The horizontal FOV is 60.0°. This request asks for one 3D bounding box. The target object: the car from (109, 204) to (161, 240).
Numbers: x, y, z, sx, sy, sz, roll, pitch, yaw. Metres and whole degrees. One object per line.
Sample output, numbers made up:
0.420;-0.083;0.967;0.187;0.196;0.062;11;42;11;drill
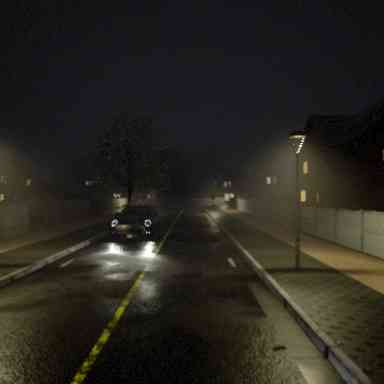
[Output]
-2.850;1.456;17.472;2.097;1.767;4.553;0;0;0;car
